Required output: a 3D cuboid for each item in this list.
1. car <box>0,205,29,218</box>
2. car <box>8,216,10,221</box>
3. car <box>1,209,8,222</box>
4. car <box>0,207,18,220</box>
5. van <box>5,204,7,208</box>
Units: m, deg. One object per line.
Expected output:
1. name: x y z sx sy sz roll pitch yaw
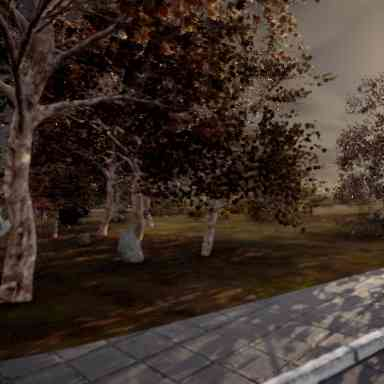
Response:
1. car: -30.874 3.215 55.992 5.566 2.045 2.435 5 -4 -40
2. car: -24.683 2.919 39.462 4.892 1.521 2.231 5 -4 -40
3. car: -23.783 2.815 36.586 5.366 1.575 1.946 5 -4 -40
4. car: -27.788 3.063 47.719 4.553 1.767 2.185 5 -4 -40
5. van: -25.614 2.792 42.311 4.442 1.987 1.878 5 -4 -40
